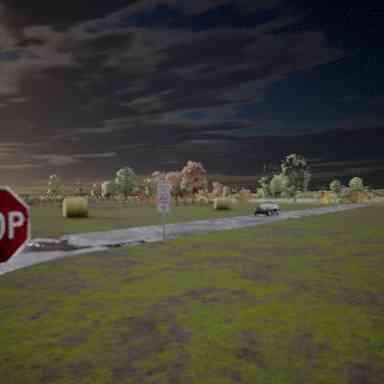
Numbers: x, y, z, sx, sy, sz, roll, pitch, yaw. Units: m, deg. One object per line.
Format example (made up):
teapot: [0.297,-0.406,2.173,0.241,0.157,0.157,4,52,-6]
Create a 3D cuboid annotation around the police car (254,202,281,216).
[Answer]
police car: [9.258,2.079,40.963,1.930,1.638,5.238,-1,-1,35]
